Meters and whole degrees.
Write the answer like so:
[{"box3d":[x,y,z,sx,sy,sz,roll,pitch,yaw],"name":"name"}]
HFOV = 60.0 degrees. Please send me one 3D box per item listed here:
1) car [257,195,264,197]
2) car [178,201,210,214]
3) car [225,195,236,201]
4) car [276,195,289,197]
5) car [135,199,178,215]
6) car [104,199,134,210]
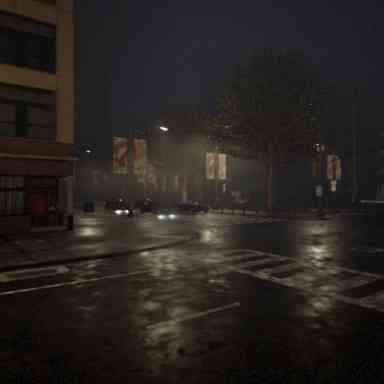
[{"box3d":[17.621,1.435,83.113,1.895,1.301,4.718,0,0,-36],"name":"car"},{"box3d":[-0.182,1.592,35.001,1.895,1.301,4.718,0,0,-36],"name":"car"},{"box3d":[7.962,1.390,76.675,2.161,1.482,4.786,0,0,-36],"name":"car"},{"box3d":[18.429,1.295,69.180,2.002,1.452,4.674,0,0,-36],"name":"car"},{"box3d":[-3.676,1.557,33.872,1.994,1.385,4.181,0,0,-36],"name":"car"},{"box3d":[-9.500,1.557,42.028,1.994,1.385,4.181,0,0,-35],"name":"car"}]
